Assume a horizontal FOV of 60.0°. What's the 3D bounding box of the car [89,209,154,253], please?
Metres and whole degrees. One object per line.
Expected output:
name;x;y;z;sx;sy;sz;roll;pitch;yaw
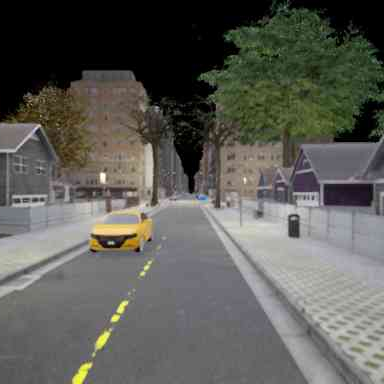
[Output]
car;-2.789;1.519;14.037;1.882;1.535;5.008;0;0;1

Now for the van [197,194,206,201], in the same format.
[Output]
van;2.844;1.619;91.091;1.690;1.788;3.998;0;0;0

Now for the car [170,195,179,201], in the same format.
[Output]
car;-5.182;1.844;91.080;1.947;1.339;4.313;0;0;0
